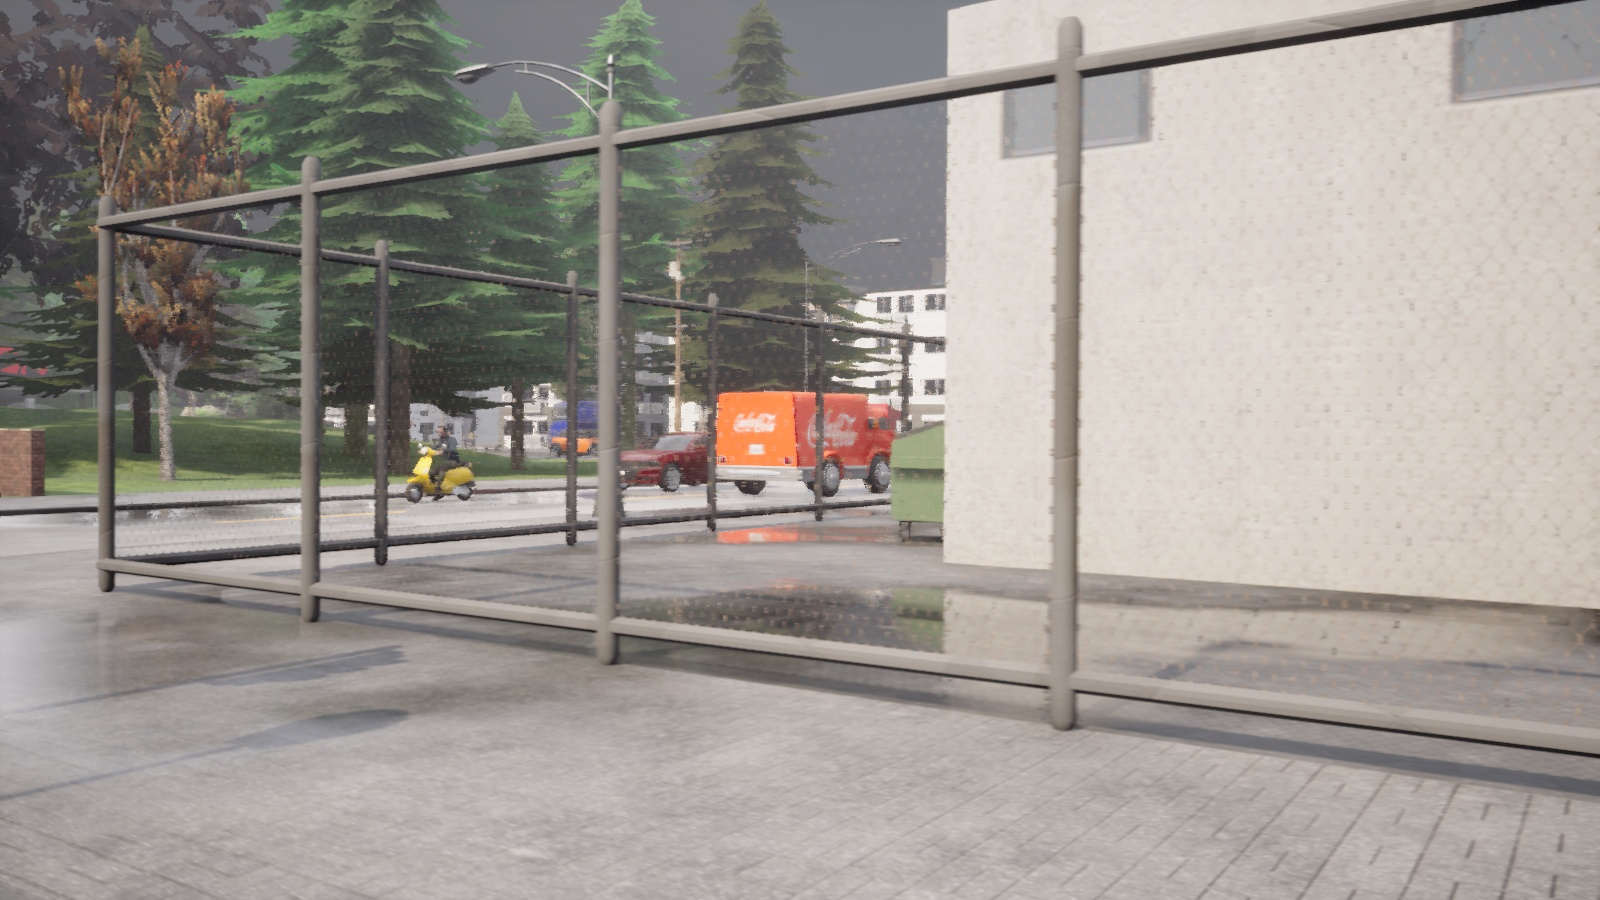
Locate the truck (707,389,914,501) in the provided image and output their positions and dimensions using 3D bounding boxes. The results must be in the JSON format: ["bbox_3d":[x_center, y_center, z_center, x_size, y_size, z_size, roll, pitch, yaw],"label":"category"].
[{"bbox_3d":[0.382,-0.152,30.727,2.627,2.467,5.204,0,1,34],"label":"truck"}]

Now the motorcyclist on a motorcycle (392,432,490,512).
[{"bbox_3d":[-7.462,0.427,26.159,0.866,1.590,1.817,0,1,33],"label":"motorcyclist on a motorcycle"}]

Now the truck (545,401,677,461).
[{"bbox_3d":[-11.503,-1.105,76.053,7.936,3.462,2.891,0,1,34],"label":"truck"}]

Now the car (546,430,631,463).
[{"bbox_3d":[-12.069,-0.202,71.645,4.553,1.767,2.097,0,1,34],"label":"car"}]

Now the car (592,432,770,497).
[{"bbox_3d":[-3.003,0.319,32.859,1.882,1.535,5.008,0,1,34],"label":"car"}]
